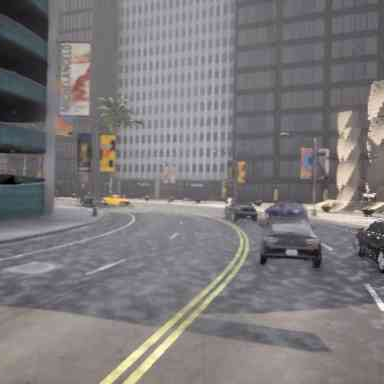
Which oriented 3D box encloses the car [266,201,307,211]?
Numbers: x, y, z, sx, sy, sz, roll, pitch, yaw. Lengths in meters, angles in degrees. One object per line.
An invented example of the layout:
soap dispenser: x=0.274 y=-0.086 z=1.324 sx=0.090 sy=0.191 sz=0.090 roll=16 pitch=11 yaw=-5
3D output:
car: x=7.511 y=1.503 z=26.901 sx=2.097 sy=1.767 sz=4.553 roll=1 pitch=0 yaw=-7

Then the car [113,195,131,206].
car: x=-10.819 y=1.239 z=48.173 sx=5.008 sy=1.535 sz=1.882 roll=1 pitch=0 yaw=43

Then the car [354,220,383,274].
car: x=6.703 y=1.644 z=10.779 sx=1.837 sy=1.490 sz=4.892 roll=2 pitch=0 yaw=14

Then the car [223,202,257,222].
car: x=3.927 y=1.583 z=27.468 sx=1.837 sy=1.490 sz=4.892 roll=2 pitch=0 yaw=-8

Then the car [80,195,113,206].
car: x=-13.655 y=1.194 z=46.077 sx=4.902 sy=1.511 sz=2.128 roll=1 pitch=0 yaw=42

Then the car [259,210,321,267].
car: x=3.361 y=1.595 z=11.735 sx=1.812 sy=1.442 sz=4.674 roll=1 pitch=-1 yaw=13
